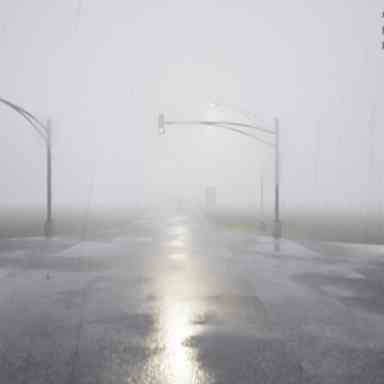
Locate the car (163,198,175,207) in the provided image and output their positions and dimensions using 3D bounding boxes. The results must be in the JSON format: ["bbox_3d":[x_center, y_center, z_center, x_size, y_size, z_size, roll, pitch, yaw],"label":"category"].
[{"bbox_3d":[-4.452,1.906,64.798,2.097,1.767,4.553,0,-1,-3],"label":"car"}]

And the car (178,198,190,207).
[{"bbox_3d":[-1.475,1.865,60.695,2.097,1.767,4.553,0,-1,-3],"label":"car"}]

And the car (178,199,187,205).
[{"bbox_3d":[-2.054,2.116,70.769,1.895,1.301,4.718,0,-1,-4],"label":"car"}]
